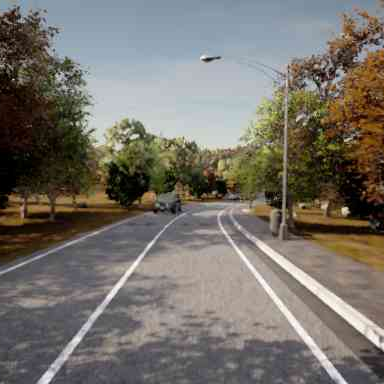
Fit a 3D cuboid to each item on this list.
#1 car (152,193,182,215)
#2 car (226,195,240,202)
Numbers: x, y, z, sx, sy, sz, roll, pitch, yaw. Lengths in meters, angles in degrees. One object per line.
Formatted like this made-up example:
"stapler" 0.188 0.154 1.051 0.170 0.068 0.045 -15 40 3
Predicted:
"car" -2.428 1.145 33.839 2.150 2.045 5.566 1 0 7
"car" 9.225 1.379 74.547 2.033 1.411 5.357 2 1 24
